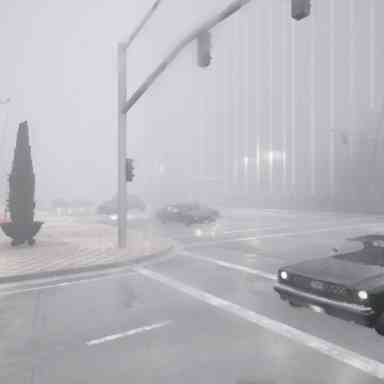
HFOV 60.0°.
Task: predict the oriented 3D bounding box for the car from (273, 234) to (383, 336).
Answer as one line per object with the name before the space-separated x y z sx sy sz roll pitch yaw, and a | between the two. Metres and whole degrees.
car | 3.838 1.599 6.726 4.718 1.301 1.895 0 0 -35

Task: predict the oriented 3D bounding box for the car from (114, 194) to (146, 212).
car | -7.438 1.222 38.757 2.150 2.045 5.566 0 -1 -36

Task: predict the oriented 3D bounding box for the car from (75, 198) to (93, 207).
car | -17.236 1.597 52.460 1.895 1.301 4.718 0 0 -36

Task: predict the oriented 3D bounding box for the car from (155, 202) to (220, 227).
car | -0.635 1.545 23.361 2.033 1.411 5.357 0 0 -36

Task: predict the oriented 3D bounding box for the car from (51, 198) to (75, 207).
car | -19.499 1.598 49.597 1.895 1.301 4.718 0 0 -35

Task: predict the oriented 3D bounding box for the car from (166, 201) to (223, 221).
car | 0.068 1.544 28.362 2.033 1.411 5.357 0 0 -36

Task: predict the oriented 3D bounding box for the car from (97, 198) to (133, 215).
car | -8.038 1.561 33.599 1.994 1.385 4.181 0 0 -36
